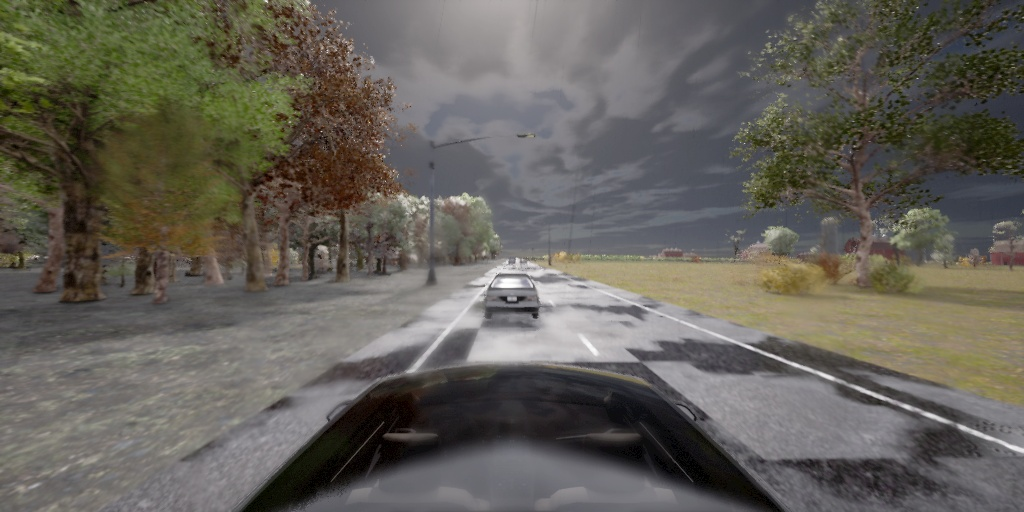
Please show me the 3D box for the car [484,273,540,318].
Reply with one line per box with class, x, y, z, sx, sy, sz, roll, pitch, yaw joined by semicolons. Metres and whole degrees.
car;0.000;1.346;13.277;2.033;1.411;5.357;0;0;0
